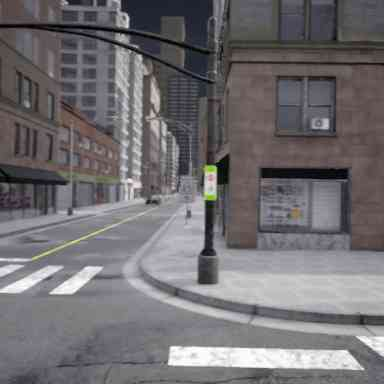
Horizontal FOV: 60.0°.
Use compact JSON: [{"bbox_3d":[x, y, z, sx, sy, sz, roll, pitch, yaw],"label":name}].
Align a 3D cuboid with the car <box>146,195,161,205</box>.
[{"bbox_3d":[-5.810,1.155,50.555,1.882,1.535,5.008,1,0,1],"label":"car"}]
